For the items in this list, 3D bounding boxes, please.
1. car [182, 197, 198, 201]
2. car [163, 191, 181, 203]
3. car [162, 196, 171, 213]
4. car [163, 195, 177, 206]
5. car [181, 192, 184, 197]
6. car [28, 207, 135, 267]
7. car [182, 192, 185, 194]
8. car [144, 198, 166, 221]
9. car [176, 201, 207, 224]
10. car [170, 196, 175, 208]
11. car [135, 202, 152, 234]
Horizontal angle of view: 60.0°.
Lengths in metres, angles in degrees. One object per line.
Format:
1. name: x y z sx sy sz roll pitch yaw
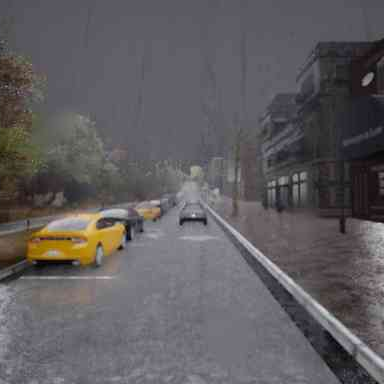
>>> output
1. car: 0.094 1.579 41.711 2.033 1.411 5.357 0 0 0
2. car: -3.658 1.262 53.702 2.435 2.045 5.566 0 0 2
3. car: -3.656 1.540 33.652 2.097 1.535 5.008 0 0 2
4. car: -3.657 1.531 44.749 2.097 1.535 5.008 0 0 2
5. car: -3.655 1.484 78.208 1.946 1.575 5.366 0 1 2
6. car: -3.653 1.492 11.470 2.097 1.535 5.008 0 0 2
7. car: -3.663 1.503 84.345 2.002 1.452 4.674 0 0 2
8. car: -3.648 1.517 27.270 1.946 1.575 5.366 0 0 2
9. car: 0.097 1.579 24.623 1.994 1.385 4.181 0 0 0
10. car: -3.657 1.546 39.208 2.231 1.521 4.892 0 -1 2
11. car: -3.654 1.509 17.017 2.097 1.535 5.008 0 0 2
